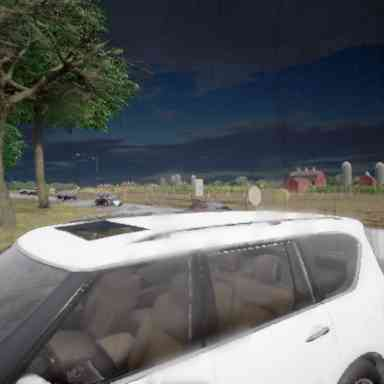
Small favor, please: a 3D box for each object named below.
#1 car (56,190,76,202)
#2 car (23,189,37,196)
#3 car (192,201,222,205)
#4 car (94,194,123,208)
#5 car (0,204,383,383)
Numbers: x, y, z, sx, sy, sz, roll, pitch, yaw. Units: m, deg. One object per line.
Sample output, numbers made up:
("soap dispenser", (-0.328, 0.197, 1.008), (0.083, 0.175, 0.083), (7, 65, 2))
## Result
("car", (-18.862, 0.512, 49.870), (1.882, 1.535, 5.008), (-1, 1, -36))
("car", (-40.826, 0.207, 84.788), (1.882, 1.535, 5.008), (-1, 1, -36))
("car", (1.228, 1.287, 22.052), (1.994, 1.385, 4.181), (-1, 2, -36))
("car", (-9.206, 0.939, 36.423), (2.128, 1.511, 4.902), (-1, 2, -36))
("car", (-0.548, 1.232, 2.559), (5.566, 2.045, 2.150), (0, 0, -36))
